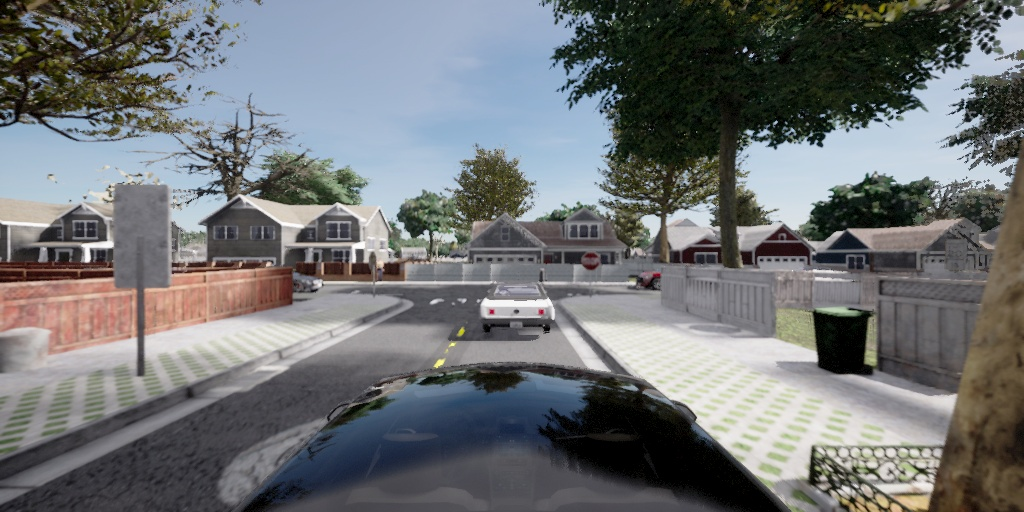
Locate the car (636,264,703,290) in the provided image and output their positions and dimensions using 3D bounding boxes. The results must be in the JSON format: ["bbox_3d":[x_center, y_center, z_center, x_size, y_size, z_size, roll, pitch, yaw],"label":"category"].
[{"bbox_3d":[10.668,1.319,23.828,4.553,1.767,2.097,0,0,-1],"label":"car"}]

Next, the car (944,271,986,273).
[{"bbox_3d":[29.917,1.642,24.027,4.718,1.301,1.895,0,0,1],"label":"car"}]

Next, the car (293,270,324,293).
[{"bbox_3d":[-13.333,1.398,20.584,4.674,1.442,1.812,0,0,2],"label":"car"}]

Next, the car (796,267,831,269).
[{"bbox_3d":[19.797,1.495,23.918,4.902,1.511,2.128,0,0,-1],"label":"car"}]

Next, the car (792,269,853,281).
[{"bbox_3d":[17.127,1.599,20.947,4.718,1.301,1.895,0,0,-1],"label":"car"}]

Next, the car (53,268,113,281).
[{"bbox_3d":[-23.399,1.395,20.530,4.181,1.385,1.994,0,0,-1],"label":"car"}]

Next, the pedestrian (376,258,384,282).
[{"bbox_3d":[-9.771,1.018,26.531,0.375,1.860,0.375,0,0,-1],"label":"pedestrian"}]

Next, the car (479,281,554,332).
[{"bbox_3d":[0.175,1.428,11.104,1.895,1.301,4.718,0,0,1],"label":"car"}]
